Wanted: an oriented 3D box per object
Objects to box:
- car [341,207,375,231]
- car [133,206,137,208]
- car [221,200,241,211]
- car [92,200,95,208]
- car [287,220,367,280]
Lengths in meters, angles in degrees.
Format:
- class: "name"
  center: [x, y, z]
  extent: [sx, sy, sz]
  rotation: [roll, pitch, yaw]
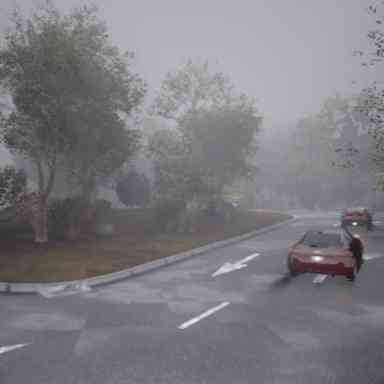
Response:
- class: "car"
  center: [11.805, 1.849, 23.793]
  extent: [1.837, 1.490, 4.892]
  rotation: [-1, -1, 30]
- class: "car"
  center: [-7.249, 1.603, 54.376]
  extent: [5.566, 2.045, 2.150]
  rotation: [0, -1, 17]
- class: "car"
  center: [4.294, 1.628, 44.801]
  extent: [4.553, 1.767, 2.097]
  rotation: [0, -1, 29]
- class: "car"
  center: [-15.051, 1.924, 50.686]
  extent: [4.718, 1.301, 1.895]
  rotation: [0, -2, -27]
- class: "car"
  center: [4.662, 1.916, 11.395]
  extent: [1.994, 1.385, 4.181]
  rotation: [-1, -1, 30]
